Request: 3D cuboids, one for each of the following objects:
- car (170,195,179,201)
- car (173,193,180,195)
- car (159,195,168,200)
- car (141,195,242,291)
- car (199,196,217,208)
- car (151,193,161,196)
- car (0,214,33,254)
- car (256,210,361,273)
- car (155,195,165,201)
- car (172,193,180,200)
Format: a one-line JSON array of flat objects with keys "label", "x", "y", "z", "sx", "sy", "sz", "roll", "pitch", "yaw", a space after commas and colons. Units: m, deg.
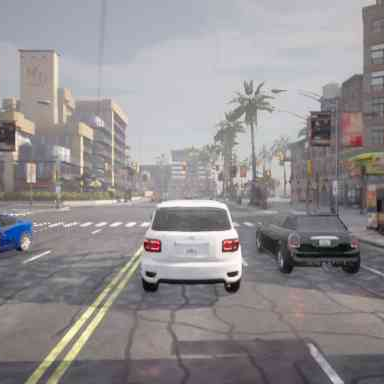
[{"label": "car", "x": -4.332, "y": 1.460, "z": 82.560, "sx": 1.837, "sy": 1.490, "sz": 4.892, "roll": 0, "pitch": 0, "yaw": -1}, {"label": "car", "x": -4.233, "y": 1.505, "z": 72.837, "sx": 2.033, "sy": 1.411, "sz": 5.357, "roll": 0, "pitch": 0, "yaw": -1}, {"label": "car", "x": -7.941, "y": 1.495, "z": 92.883, "sx": 2.033, "sy": 1.411, "sz": 5.357, "roll": 0, "pitch": 0, "yaw": -1}, {"label": "car", "x": -0.018, "y": 1.217, "z": 9.109, "sx": 2.150, "sy": 2.045, "sz": 5.566, "roll": 0, "pitch": 0, "yaw": 0}, {"label": "car", "x": 2.488, "y": 1.453, "z": 50.337, "sx": 1.882, "sy": 1.535, "sz": 5.008, "roll": 1, "pitch": 0, "yaw": 14}, {"label": "car", "x": -7.733, "y": 1.190, "z": 72.821, "sx": 2.150, "sy": 2.045, "sz": 5.566, "roll": 0, "pitch": 0, "yaw": -1}, {"label": "car", "x": -7.178, "y": 1.472, "z": 11.064, "sx": 1.882, "sy": 1.535, "sz": 5.008, "roll": 0, "pitch": 0, "yaw": 0}, {"label": "car", "x": 3.475, "y": 1.347, "z": 10.849, "sx": 2.097, "sy": 1.767, "sz": 4.553, "roll": 0, "pitch": 0, "yaw": 0}, {"label": "car", "x": -7.832, "y": 1.485, "z": 82.543, "sx": 2.128, "sy": 1.511, "sz": 4.902, "roll": 0, "pitch": 0, "yaw": -1}, {"label": "car", "x": -4.448, "y": 1.180, "z": 93.130, "sx": 2.150, "sy": 2.045, "sz": 5.566, "roll": 0, "pitch": 0, "yaw": -1}]
